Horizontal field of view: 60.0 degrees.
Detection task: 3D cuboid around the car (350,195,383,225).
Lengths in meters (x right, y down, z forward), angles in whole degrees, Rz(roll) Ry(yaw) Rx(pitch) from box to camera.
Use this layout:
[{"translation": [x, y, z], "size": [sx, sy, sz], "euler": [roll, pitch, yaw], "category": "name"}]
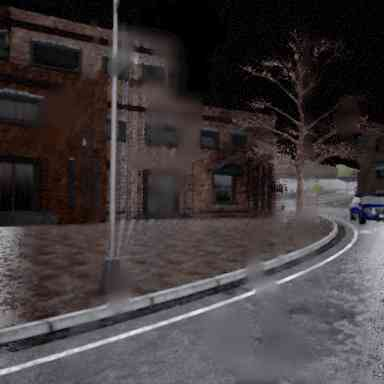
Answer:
[{"translation": [13.349, 1.261, 24.804], "size": [2.150, 2.045, 5.566], "euler": [0, 0, 16], "category": "car"}]
